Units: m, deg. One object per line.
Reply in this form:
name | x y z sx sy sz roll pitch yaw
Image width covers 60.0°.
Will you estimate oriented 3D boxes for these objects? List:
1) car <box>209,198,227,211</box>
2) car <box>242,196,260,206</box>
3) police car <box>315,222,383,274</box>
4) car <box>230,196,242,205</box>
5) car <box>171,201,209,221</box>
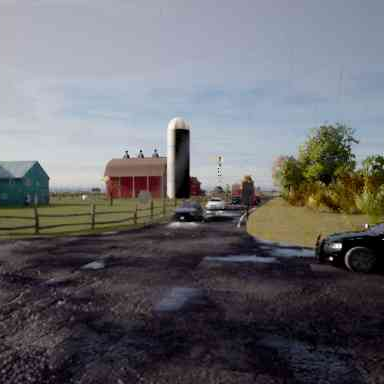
car | 2.994 1.505 41.048 1.812 1.442 4.674 0 0 14
car | 10.090 1.512 56.339 1.812 1.442 4.674 0 0 15
police car | 6.284 1.487 9.619 4.974 1.542 2.038 0 1 14
car | 7.835 1.487 58.600 1.837 1.490 4.892 0 -1 16
car | -0.205 1.533 27.065 2.033 1.411 5.357 0 0 11
